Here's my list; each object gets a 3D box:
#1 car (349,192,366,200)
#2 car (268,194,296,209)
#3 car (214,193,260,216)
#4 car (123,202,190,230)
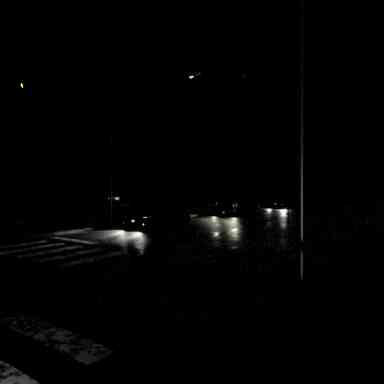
[{"bbox_3d":[26.021,0.604,52.322,1.994,1.385,4.181,0,1,35],"label":"car"},{"bbox_3d":[9.647,0.897,34.939,1.837,1.490,4.892,0,1,36],"label":"car"},{"bbox_3d":[3.649,0.913,26.584,2.097,1.767,4.553,0,1,36],"label":"car"},{"bbox_3d":[-1.905,1.285,18.825,1.994,1.385,4.181,0,1,35],"label":"car"}]
